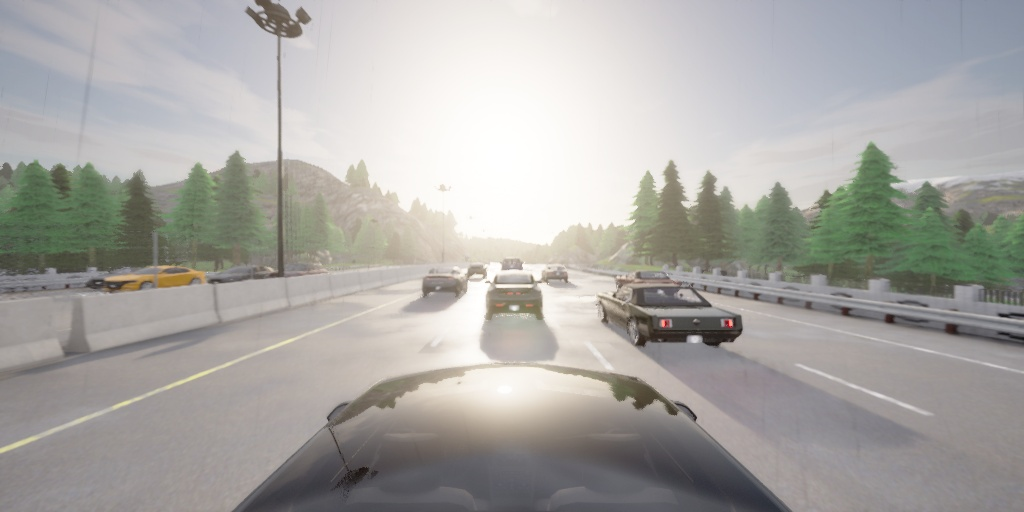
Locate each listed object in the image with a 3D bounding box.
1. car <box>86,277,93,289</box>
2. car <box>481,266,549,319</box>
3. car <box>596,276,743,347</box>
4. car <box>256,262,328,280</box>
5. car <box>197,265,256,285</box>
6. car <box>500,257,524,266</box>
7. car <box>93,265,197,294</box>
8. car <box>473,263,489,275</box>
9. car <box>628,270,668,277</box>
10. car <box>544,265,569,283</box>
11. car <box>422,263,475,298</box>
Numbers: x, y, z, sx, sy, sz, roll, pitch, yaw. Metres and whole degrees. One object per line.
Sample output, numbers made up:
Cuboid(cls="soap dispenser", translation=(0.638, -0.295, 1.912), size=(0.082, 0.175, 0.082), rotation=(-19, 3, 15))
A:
Cuboid(cls="car", translation=(-24.645, 1.438, 23.364), size=(1.994, 1.385, 4.181), rotation=(0, 0, 0))
Cuboid(cls="car", translation=(0.066, 1.283, 12.920), size=(1.837, 1.490, 4.892), rotation=(0, 0, 0))
Cuboid(cls="car", translation=(3.579, 1.358, 9.256), size=(1.895, 1.301, 4.718), rotation=(0, 0, 0))
Cuboid(cls="car", translation=(-14.144, 1.217, 23.749), size=(2.097, 1.767, 4.553), rotation=(0, 0, 0))
Cuboid(cls="car", translation=(-17.644, 1.375, 23.765), size=(1.837, 1.490, 4.892), rotation=(0, -1, 0))
Cuboid(cls="car", translation=(-0.009, 1.160, 36.268), size=(2.150, 2.045, 5.566), rotation=(0, 0, 0))
Cuboid(cls="car", translation=(-21.145, 1.335, 21.517), size=(1.882, 1.535, 5.008), rotation=(0, 0, 0))
Cuboid(cls="car", translation=(-3.511, 1.452, 36.969), size=(1.837, 1.490, 4.892), rotation=(0, 0, 0))
Cuboid(cls="car", translation=(7.048, 1.413, 19.129), size=(1.895, 1.301, 4.718), rotation=(0, 0, 0))
Cuboid(cls="car", translation=(3.513, 1.439, 29.925), size=(2.033, 1.411, 5.357), rotation=(0, 0, 0))
Cuboid(cls="car", translation=(-3.453, 1.314, 19.155), size=(2.128, 1.511, 4.902), rotation=(0, 0, 0))
